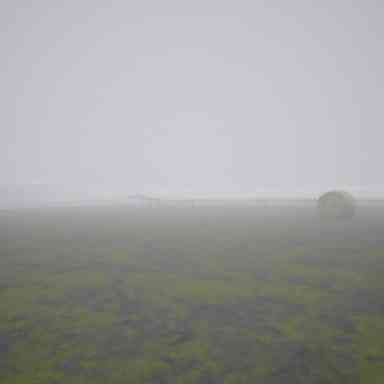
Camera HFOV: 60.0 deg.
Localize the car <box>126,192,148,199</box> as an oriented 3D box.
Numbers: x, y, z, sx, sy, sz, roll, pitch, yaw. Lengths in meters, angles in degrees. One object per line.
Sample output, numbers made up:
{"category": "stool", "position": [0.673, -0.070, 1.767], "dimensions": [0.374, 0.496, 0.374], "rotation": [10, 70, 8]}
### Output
{"category": "car", "position": [-11.631, 0.781, 70.666], "dimensions": [2.033, 1.411, 5.357], "rotation": [0, 0, 32]}
